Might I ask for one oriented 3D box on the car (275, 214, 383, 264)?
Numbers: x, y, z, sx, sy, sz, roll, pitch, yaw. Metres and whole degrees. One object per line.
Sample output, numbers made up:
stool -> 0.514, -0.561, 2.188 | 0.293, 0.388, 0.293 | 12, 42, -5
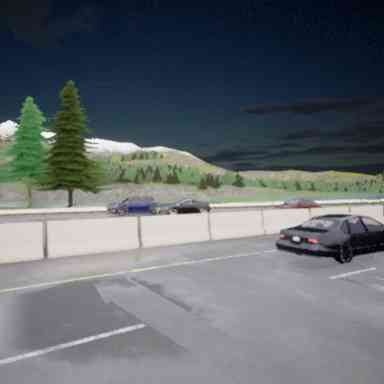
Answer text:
car -> 5.318, 1.466, 11.445 | 5.357, 1.411, 2.033 | 0, 0, -31

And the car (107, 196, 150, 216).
car -> -5.238, 1.150, 29.742 | 4.553, 1.767, 2.097 | 0, 1, -31

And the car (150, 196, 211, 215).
car -> -0.690, 1.296, 28.390 | 4.902, 1.511, 2.128 | 0, 0, -30

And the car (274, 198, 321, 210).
car -> 9.544, 1.316, 29.992 | 4.674, 1.442, 1.812 | 0, 0, -27
